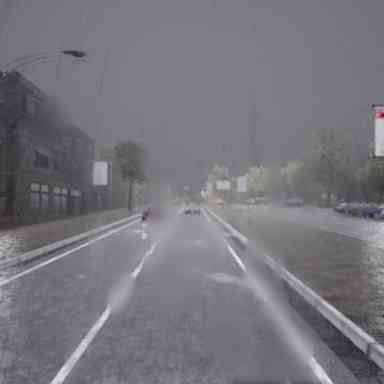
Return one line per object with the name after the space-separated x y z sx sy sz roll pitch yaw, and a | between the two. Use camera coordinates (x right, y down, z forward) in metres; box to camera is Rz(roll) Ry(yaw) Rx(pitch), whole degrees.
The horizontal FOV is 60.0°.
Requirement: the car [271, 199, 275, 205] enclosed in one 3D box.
18.649 2.201 65.710 4.674 1.452 2.002 0 -1 0 | car

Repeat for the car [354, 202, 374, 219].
18.691 1.798 31.657 5.008 1.535 2.097 0 -1 0 | car

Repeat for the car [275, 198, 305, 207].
18.721 2.000 62.542 4.553 1.767 2.185 0 -1 0 | car

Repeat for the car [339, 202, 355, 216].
18.680 1.834 34.930 4.892 1.521 2.231 0 -1 0 | car

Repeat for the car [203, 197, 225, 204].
6.042 2.534 87.042 5.366 1.575 1.946 0 -2 0 | car

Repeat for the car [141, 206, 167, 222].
-3.367 1.929 29.928 1.895 1.301 4.718 0 -1 0 | car

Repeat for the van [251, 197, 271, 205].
18.383 2.298 86.506 4.442 1.987 1.878 0 -2 0 | van

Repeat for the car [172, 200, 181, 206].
-3.295 2.314 71.462 1.994 1.385 4.181 0 -1 0 | car

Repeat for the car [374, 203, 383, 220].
18.682 1.805 28.508 4.674 1.452 2.002 0 -1 0 | car

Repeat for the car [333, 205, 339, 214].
18.683 1.908 38.206 4.674 1.452 2.002 0 -1 0 | car

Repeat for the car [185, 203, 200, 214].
0.077 2.056 41.600 1.895 1.301 4.718 0 -1 0 | car

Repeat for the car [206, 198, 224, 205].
6.233 2.493 89.964 4.553 1.767 2.185 0 -2 0 | car

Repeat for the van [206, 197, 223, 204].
6.292 2.489 93.004 4.442 1.987 1.878 0 -2 -1 | van

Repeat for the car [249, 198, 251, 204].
18.661 2.599 89.296 5.366 1.575 1.946 0 -2 0 | car
